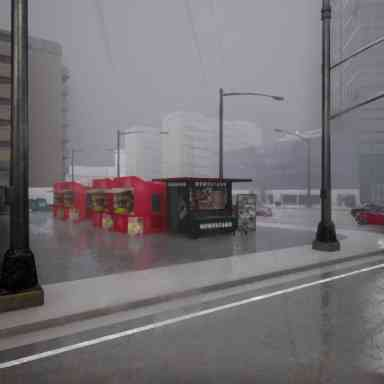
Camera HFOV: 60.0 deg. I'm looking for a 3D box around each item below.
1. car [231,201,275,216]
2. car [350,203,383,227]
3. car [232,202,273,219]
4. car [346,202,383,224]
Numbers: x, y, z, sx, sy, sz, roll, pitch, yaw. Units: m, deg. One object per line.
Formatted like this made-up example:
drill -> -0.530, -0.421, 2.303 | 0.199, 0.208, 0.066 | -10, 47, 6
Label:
car -> 6.536, 1.744, 36.091 | 1.812, 1.442, 4.674 | 0, -1, -36
car -> 12.824, 1.617, 21.362 | 1.994, 1.385, 4.181 | 0, 0, -35
car -> 5.479, 1.704, 31.590 | 1.812, 1.442, 4.674 | 0, -1, -36
car -> 14.529, 1.559, 25.112 | 2.128, 1.511, 4.902 | 0, -1, -37
